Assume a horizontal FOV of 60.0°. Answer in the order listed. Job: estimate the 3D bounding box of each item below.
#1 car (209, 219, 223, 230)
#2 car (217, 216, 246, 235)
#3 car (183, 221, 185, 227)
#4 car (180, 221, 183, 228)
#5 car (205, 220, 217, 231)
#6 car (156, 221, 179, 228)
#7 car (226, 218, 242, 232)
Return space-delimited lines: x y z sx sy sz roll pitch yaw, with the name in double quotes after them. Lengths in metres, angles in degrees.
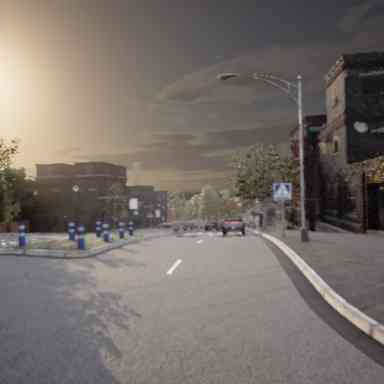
4.286 5.706 58.792 2.097 1.767 4.553 -2 -6 7 "car"
3.558 2.829 28.393 2.128 1.511 4.902 -2 -6 8 "car"
-5.513 9.297 92.657 5.366 1.575 1.946 0 -6 -12 "car"
-5.757 9.038 89.680 4.792 1.488 2.163 0 -6 -13 "car"
2.963 4.854 48.522 1.837 1.490 4.892 -2 -6 8 "car"
-6.496 8.431 83.669 4.892 1.521 2.231 0 -6 -13 "car"
5.149 3.992 40.420 1.882 1.535 5.008 -2 -6 8 "car"
